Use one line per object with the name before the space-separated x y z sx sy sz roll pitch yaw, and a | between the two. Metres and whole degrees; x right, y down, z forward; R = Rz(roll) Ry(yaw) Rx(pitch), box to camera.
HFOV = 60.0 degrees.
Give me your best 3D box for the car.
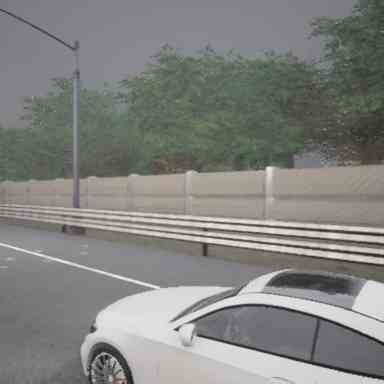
car | 0.934 1.526 3.204 4.674 1.442 1.812 0 0 36
